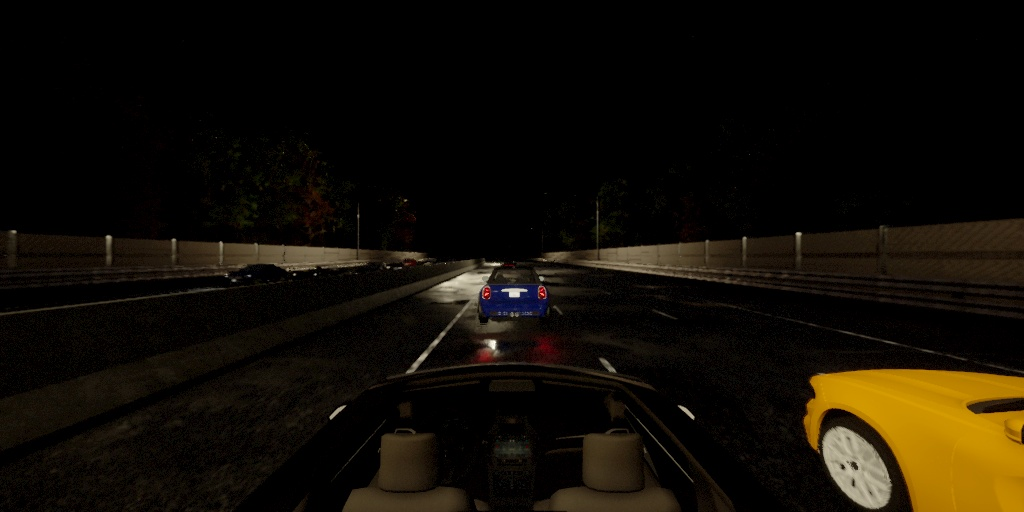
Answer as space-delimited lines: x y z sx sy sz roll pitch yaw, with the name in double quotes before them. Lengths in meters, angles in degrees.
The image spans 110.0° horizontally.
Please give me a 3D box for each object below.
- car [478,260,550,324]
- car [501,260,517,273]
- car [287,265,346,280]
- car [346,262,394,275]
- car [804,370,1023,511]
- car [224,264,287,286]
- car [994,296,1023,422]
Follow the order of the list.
"car" 0.054 1.105 12.192 2.097 1.767 4.553 0 0 0
"car" -0.433 1.269 44.258 1.837 1.490 4.892 0 0 -1
"car" -14.294 1.359 26.846 1.895 1.301 4.718 0 0 -1
"car" -10.817 1.250 28.372 2.128 1.511 4.902 0 0 -1
"car" 3.592 1.227 1.192 1.882 1.535 5.008 0 0 0
"car" -17.773 1.284 25.206 1.812 1.442 4.674 0 0 -1
"car" 7.091 1.253 2.148 1.837 1.490 4.892 0 0 0
